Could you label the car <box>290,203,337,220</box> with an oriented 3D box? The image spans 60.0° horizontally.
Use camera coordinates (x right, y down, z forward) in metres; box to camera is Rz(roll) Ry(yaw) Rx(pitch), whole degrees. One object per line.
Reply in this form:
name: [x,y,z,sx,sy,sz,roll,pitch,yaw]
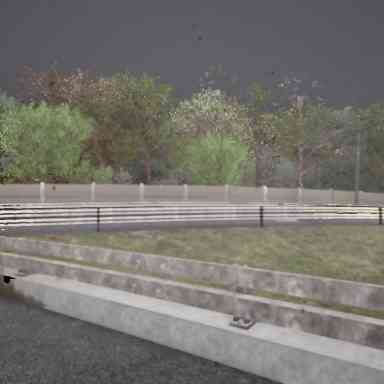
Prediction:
car: [10.919,1.677,29.895,4.181,1.385,1.994,2,-1,-19]
